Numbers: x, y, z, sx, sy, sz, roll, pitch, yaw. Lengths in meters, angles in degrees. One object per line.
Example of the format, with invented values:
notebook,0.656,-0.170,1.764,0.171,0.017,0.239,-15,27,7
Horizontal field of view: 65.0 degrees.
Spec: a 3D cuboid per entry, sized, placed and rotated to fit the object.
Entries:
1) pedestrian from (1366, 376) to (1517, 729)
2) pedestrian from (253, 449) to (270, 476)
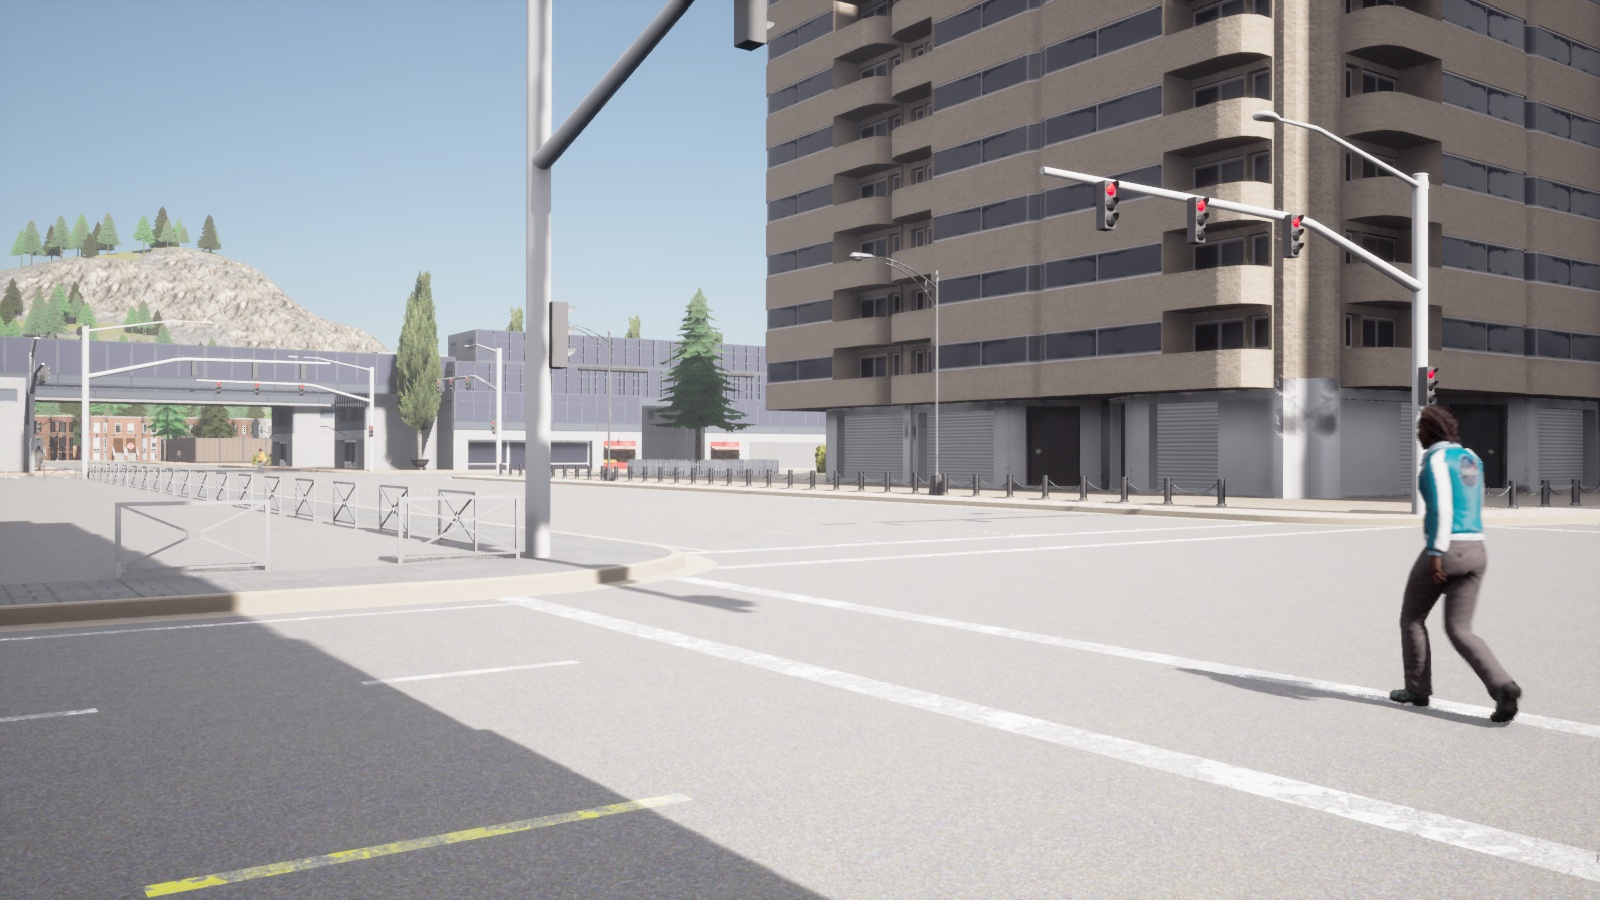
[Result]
pedestrian,3.695,0.562,7.265,0.396,1.930,0.692,0,0,-19
pedestrian,-37.777,0.881,88.090,0.900,1.855,0.874,0,0,-35
